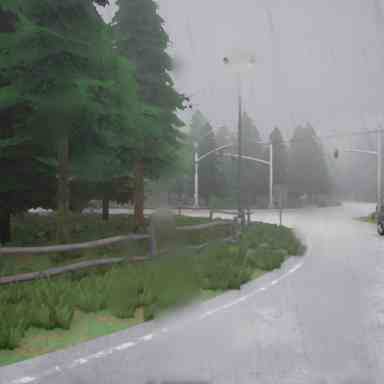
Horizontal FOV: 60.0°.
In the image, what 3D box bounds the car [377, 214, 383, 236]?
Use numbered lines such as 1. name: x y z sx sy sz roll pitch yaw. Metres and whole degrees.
1. car: 10.280 1.350 15.442 2.097 1.767 4.553 0 0 15
